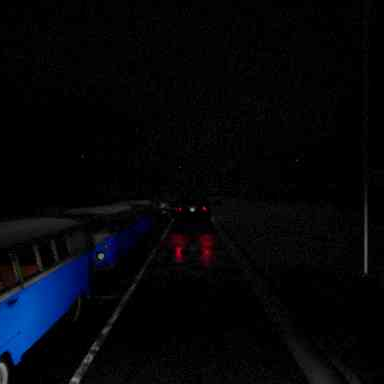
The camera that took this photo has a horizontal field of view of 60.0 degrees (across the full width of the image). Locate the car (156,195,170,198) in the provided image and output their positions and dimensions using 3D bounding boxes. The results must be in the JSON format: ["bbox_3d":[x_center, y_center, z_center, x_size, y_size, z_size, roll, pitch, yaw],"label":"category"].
[{"bbox_3d":[-2.676,1.182,31.681,2.192,1.841,5.009,0,0,0],"label":"car"}]

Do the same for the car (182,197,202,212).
[{"bbox_3d":[0.076,1.337,37.818,2.128,1.511,4.902,0,0,1],"label":"car"}]

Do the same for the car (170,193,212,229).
[{"bbox_3d":[0.061,1.122,21.192,2.150,2.045,5.566,0,-1,1],"label":"car"}]

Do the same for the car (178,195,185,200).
[{"bbox_3d":[-2.743,1.396,86.897,1.802,1.307,4.206,0,0,0],"label":"car"}]

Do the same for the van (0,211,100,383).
[{"bbox_3d":[-2.644,1.322,4.361,1.690,1.788,3.998,0,0,0],"label":"van"}]

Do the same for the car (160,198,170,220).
[{"bbox_3d":[-2.669,1.438,26.219,2.008,1.369,4.403,0,0,0],"label":"car"}]

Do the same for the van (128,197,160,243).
[{"bbox_3d":[-2.656,1.274,15.290,1.690,1.788,3.998,0,0,0],"label":"van"}]

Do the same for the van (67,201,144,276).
[{"bbox_3d":[-2.650,1.298,9.825,1.690,1.788,3.998,0,0,0],"label":"van"}]

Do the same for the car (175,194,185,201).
[{"bbox_3d":[-2.729,1.245,75.519,1.967,1.590,4.097,0,0,0],"label":"car"}]

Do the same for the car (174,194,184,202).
[{"bbox_3d":[-2.723,1.243,69.831,1.967,1.590,4.097,0,0,0],"label":"car"}]
